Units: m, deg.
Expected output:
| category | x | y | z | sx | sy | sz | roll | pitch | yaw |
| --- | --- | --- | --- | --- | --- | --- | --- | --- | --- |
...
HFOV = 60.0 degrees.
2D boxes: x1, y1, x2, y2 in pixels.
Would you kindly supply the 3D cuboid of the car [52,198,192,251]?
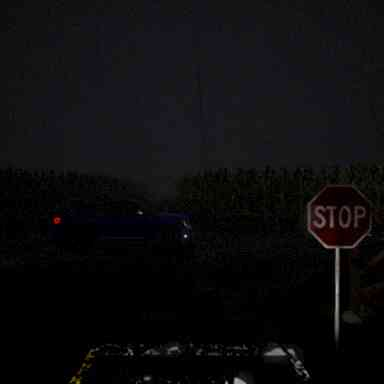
| category | x | y | z | sx | sy | sz | roll | pitch | yaw |
| --- | --- | --- | --- | --- | --- | --- | --- | --- | --- |
| car | -2.768 | 1.265 | 13.626 | 5.566 | 2.045 | 2.150 | 0 | 0 | 0 |
